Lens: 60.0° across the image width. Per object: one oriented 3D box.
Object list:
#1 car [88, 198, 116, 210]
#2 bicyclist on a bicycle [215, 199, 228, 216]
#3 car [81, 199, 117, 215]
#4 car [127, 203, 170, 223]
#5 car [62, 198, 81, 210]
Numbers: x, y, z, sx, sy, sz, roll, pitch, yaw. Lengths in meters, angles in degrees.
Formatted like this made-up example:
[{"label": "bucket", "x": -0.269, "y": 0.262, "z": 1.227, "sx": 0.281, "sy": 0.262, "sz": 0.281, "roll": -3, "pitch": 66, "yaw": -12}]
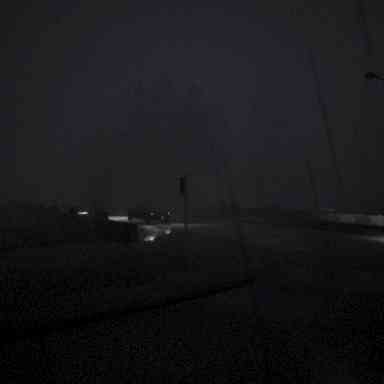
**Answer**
[{"label": "car", "x": -12.430, "y": 1.636, "z": 45.763, "sx": 2.033, "sy": 1.411, "sz": 5.357, "roll": 0, "pitch": 0, "yaw": -35}, {"label": "bicyclist on a bicycle", "x": 2.849, "y": 1.460, "z": 31.704, "sx": 1.656, "sy": 1.620, "sz": 0.582, "roll": 0, "pitch": 0, "yaw": -35}, {"label": "car", "x": -9.356, "y": 1.558, "z": 34.367, "sx": 2.128, "sy": 1.511, "sz": 4.902, "roll": 0, "pitch": 0, "yaw": -35}, {"label": "car", "x": -3.528, "y": 1.592, "z": 26.214, "sx": 1.812, "sy": 1.442, "sz": 4.674, "roll": 0, "pitch": 0, "yaw": -36}, {"label": "car", "x": -15.288, "y": 1.544, "z": 42.733, "sx": 1.882, "sy": 1.535, "sz": 5.008, "roll": 0, "pitch": 0, "yaw": -35}]
